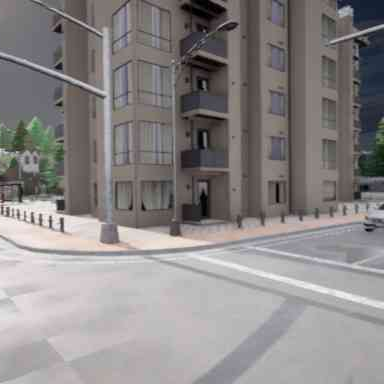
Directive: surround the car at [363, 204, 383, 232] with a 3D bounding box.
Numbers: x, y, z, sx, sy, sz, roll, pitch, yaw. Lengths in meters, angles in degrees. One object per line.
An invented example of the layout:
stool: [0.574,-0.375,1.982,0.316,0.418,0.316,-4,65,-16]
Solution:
car: [10.060,1.141,16.073,4.674,1.442,1.812,-1,1,-39]
